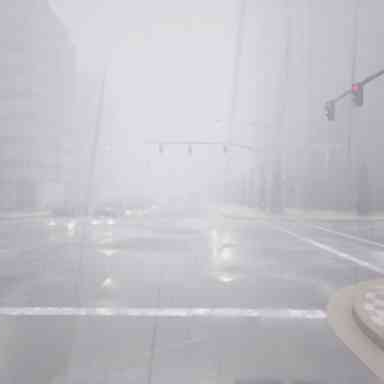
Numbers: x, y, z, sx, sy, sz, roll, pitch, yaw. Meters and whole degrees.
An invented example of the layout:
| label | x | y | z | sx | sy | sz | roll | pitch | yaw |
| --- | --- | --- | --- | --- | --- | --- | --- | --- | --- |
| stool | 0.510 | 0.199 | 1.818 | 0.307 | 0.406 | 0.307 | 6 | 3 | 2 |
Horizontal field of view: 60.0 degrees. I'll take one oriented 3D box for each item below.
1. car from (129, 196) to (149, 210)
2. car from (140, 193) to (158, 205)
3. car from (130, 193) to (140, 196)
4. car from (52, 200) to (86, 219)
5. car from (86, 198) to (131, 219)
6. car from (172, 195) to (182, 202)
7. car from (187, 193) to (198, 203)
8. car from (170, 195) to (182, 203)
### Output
| label | x | y | z | sx | sy | sz | roll | pitch | yaw |
| --- | --- | --- | --- | --- | --- | --- | --- | --- | --- |
| car | -7.031 | 1.514 | 41.910 | 1.994 | 1.385 | 4.181 | 0 | 0 | 0 |
| car | -6.995 | 1.287 | 56.176 | 2.097 | 1.767 | 4.553 | 0 | 0 | 0 |
| car | -10.445 | 1.147 | 63.343 | 2.150 | 2.045 | 5.566 | 0 | 0 | 1 |
| car | -10.554 | 1.440 | 29.191 | 1.882 | 1.535 | 5.008 | 0 | 0 | 0 |
| car | -7.057 | 1.504 | 28.704 | 2.033 | 1.411 | 5.357 | 0 | 0 | 0 |
| car | -3.384 | 1.408 | 76.262 | 2.128 | 1.511 | 4.902 | 0 | 0 | 0 |
| car | 0.101 | 1.472 | 66.359 | 2.033 | 1.411 | 5.357 | 0 | 0 | 0 |
| car | -3.398 | 1.429 | 66.934 | 1.837 | 1.490 | 4.892 | 0 | 0 | 0 |
